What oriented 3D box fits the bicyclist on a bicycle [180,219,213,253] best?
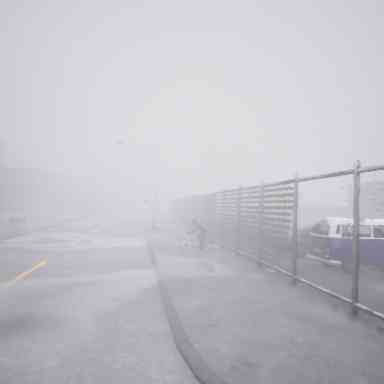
[{"bbox_3d":[0.235,2.121,16.050,1.656,1.620,0.582,2,-3,-9],"label":"bicyclist on a bicycle"}]
